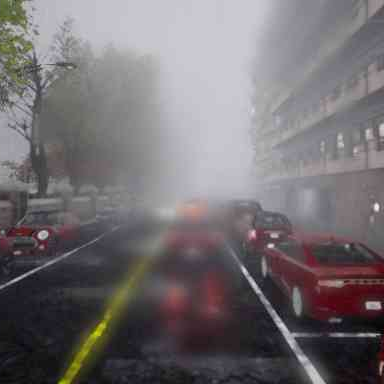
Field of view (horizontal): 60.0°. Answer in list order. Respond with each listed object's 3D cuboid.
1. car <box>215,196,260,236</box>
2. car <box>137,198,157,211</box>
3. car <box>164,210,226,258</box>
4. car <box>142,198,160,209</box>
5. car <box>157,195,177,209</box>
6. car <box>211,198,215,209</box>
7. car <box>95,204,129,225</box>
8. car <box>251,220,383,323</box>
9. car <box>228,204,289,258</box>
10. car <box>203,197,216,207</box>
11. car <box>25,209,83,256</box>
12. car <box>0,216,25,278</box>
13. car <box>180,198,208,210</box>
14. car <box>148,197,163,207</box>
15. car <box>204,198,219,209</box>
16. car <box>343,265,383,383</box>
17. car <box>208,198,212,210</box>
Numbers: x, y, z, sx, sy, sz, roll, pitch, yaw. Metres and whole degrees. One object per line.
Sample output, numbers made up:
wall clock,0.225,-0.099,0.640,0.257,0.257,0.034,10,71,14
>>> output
car,2.689,1.321,18.423,2.192,1.841,5.009,0,0,0
car,-5.689,1.545,40.775,1.752,1.417,4.829,0,0,0
car,0.063,1.605,12.802,1.895,1.301,4.718,0,0,0
car,-5.688,1.576,46.575,2.008,1.369,4.403,0,0,0
car,-3.089,1.516,45.157,2.128,1.511,4.902,0,0,0
car,2.690,1.449,24.054,1.967,1.590,4.097,0,0,0
car,-5.690,1.559,24.054,2.008,1.369,4.403,0,0,0
car,2.689,1.547,7.164,1.887,1.381,4.507,0,0,0
car,2.690,1.444,12.793,1.967,1.590,4.097,0,0,0
car,2.692,1.558,52.377,1.752,1.417,4.829,0,0,0
car,-5.691,1.444,12.793,1.967,1.590,4.097,0,0,0
car,-5.692,1.442,7.164,1.967,1.590,4.097,0,0,0
car,0.071,1.362,28.947,2.097,1.767,4.553,0,0,0
car,-5.688,1.557,52.036,1.752,1.417,4.829,0,0,0
car,2.692,1.591,46.575,1.947,1.339,4.313,0,0,0
car,2.689,1.545,1.533,1.887,1.381,4.507,0,0,0
car,2.691,1.460,40.945,1.967,1.590,4.097,0,0,0
